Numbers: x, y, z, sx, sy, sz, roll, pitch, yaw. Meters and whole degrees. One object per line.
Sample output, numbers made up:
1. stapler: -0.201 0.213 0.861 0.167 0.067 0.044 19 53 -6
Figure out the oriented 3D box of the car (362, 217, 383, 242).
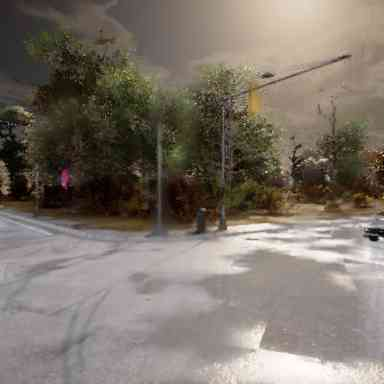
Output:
1. car: 10.112 1.563 15.486 5.357 1.411 2.033 0 0 -35
